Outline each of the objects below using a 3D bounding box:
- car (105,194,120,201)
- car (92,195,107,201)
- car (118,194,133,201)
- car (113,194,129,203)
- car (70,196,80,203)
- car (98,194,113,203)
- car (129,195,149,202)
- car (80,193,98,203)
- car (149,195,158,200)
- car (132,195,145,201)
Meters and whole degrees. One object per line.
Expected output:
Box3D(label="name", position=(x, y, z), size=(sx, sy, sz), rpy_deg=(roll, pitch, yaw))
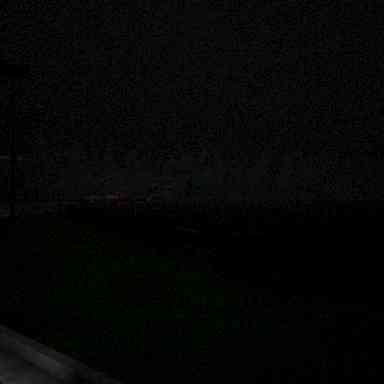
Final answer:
Box3D(label="car", position=(-20.271, 1.293, 84.810), size=(2.097, 1.767, 4.553), rpy_deg=(0, 0, 10))
Box3D(label="car", position=(-23.710, 1.467, 85.461), size=(1.812, 1.442, 4.674), rpy_deg=(0, 0, 10))
Box3D(label="car", position=(-16.822, 1.411, 84.217), size=(1.882, 1.535, 5.008), rpy_deg=(0, 0, 10))
Box3D(label="car", position=(-15.143, 1.426, 73.815), size=(2.097, 1.767, 4.553), rpy_deg=(0, 0, 10))
Box3D(label="car", position=(-25.561, 1.634, 75.207), size=(2.033, 1.411, 5.357), rpy_deg=(0, 0, 10))
Box3D(label="car", position=(-18.593, 1.681, 74.403), size=(1.895, 1.301, 4.718), rpy_deg=(0, 0, 10))
Box3D(label="car", position=(-11.710, 1.628, 73.129), size=(1.994, 1.385, 4.181), rpy_deg=(0, 0, 10))
Box3D(label="car", position=(-22.112, 1.305, 74.615), size=(2.150, 2.045, 5.566), rpy_deg=(0, 0, 10))
Box3D(label="car", position=(-9.933, 1.401, 82.974), size=(1.882, 1.535, 5.008), rpy_deg=(0, 0, 10))
Box3D(label="car", position=(-13.377, 1.480, 83.595), size=(1.994, 1.385, 4.181), rpy_deg=(0, 0, 10))
